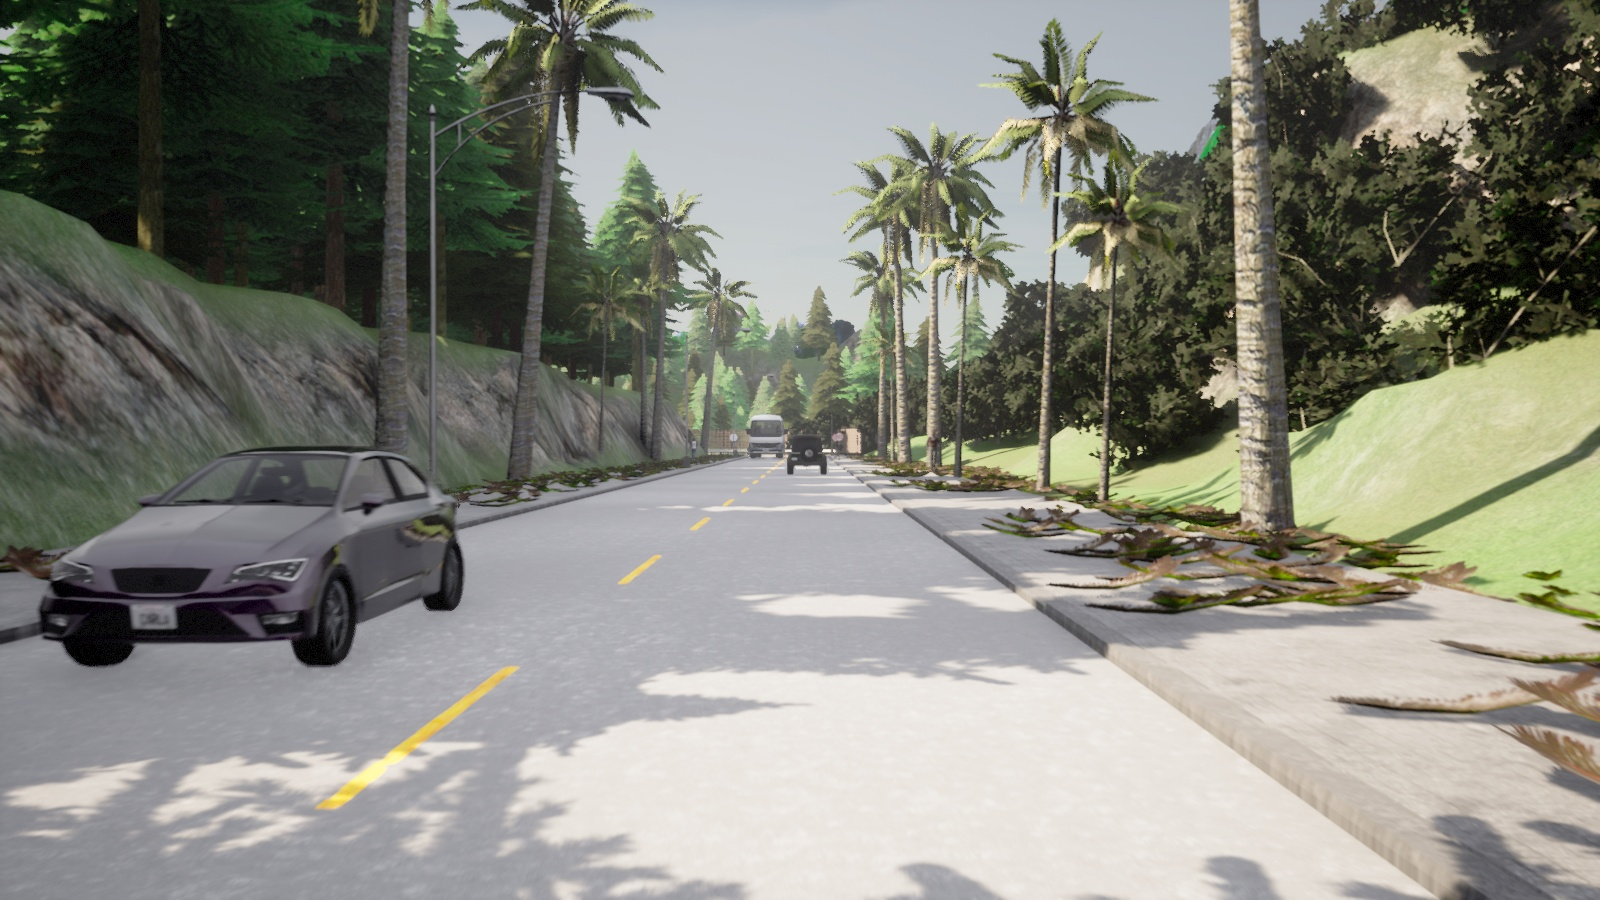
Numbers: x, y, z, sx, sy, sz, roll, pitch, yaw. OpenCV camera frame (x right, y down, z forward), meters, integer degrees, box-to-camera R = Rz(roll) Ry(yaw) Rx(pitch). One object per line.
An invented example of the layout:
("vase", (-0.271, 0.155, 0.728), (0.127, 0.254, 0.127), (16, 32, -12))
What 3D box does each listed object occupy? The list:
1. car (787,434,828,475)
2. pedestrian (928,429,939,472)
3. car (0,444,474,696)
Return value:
("car", (0.347, 0.201, 60.698), (1.905, 1.878, 3.866), (0, 0, 0))
("pedestrian", (6.023, 0.004, 56.647), (0.402, 1.930, 0.666), (0, 0, 0))
("car", (-3.934, 0.703, 9.528), (1.816, 1.474, 4.193), (0, 0, 0))
